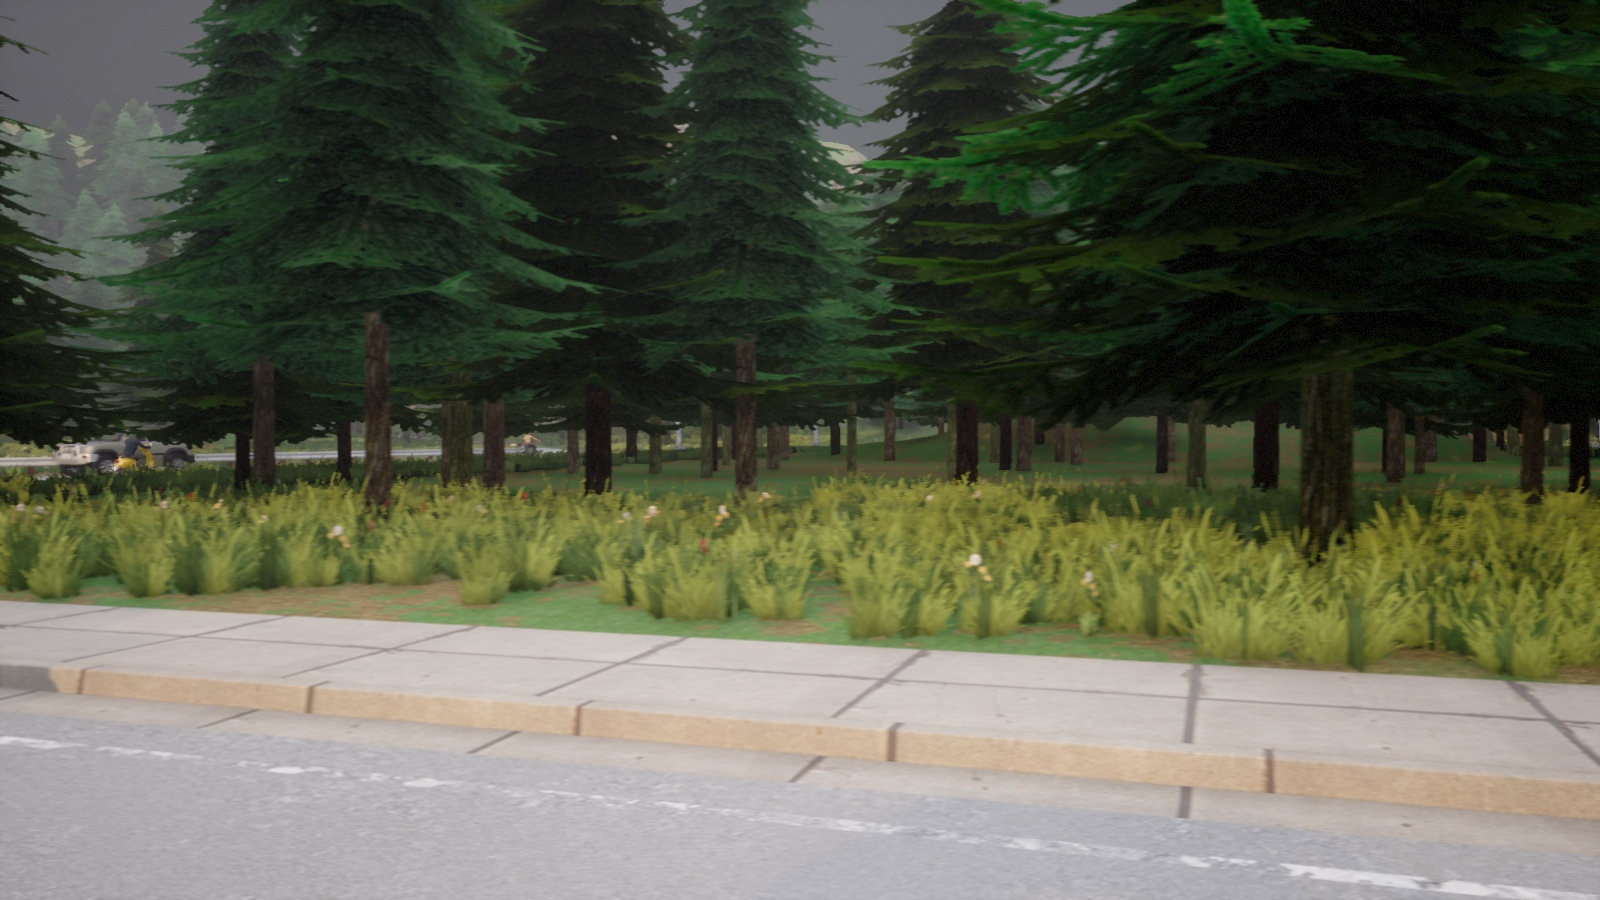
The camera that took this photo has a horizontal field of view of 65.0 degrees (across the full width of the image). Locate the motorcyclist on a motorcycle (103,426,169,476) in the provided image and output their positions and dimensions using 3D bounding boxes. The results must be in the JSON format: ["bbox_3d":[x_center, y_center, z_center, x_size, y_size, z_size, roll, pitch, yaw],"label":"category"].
[{"bbox_3d":[-21.589,0.023,40.858,0.866,1.590,1.817,1,1,18],"label":"motorcyclist on a motorcycle"}]

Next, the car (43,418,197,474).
[{"bbox_3d":[-24.146,-0.186,44.801,1.932,1.855,4.605,2,1,24],"label":"car"}]
